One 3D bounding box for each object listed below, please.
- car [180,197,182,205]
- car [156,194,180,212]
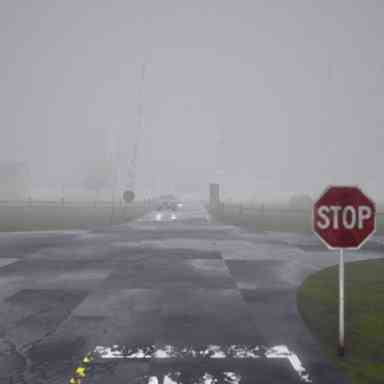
[{"bbox_3d":[-2.859,1.501,60.933,1.837,1.490,4.892,0,0,1],"label":"car"},{"bbox_3d":[-2.892,1.220,38.463,2.150,2.045,5.566,0,0,0],"label":"car"}]
